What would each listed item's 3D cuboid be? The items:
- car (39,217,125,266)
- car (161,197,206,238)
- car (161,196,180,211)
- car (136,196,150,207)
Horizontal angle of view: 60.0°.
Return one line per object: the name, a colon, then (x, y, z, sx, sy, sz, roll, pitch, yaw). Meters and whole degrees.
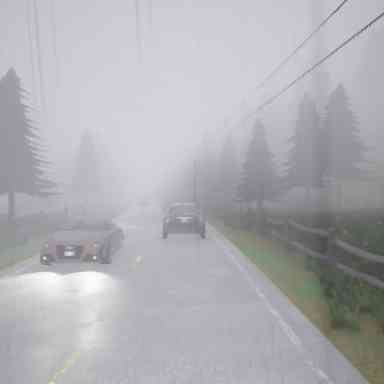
car: (-3.577, 1.576, 11.502, 1.994, 1.385, 4.181, 0, 0, -2)
car: (-0.480, 1.358, 17.748, 2.097, 1.767, 4.553, 0, 0, -3)
car: (-2.744, 1.370, 41.413, 2.097, 1.767, 4.553, 0, 0, -7)
car: (-7.604, 1.384, 51.671, 2.097, 1.767, 4.553, 0, 0, -8)
